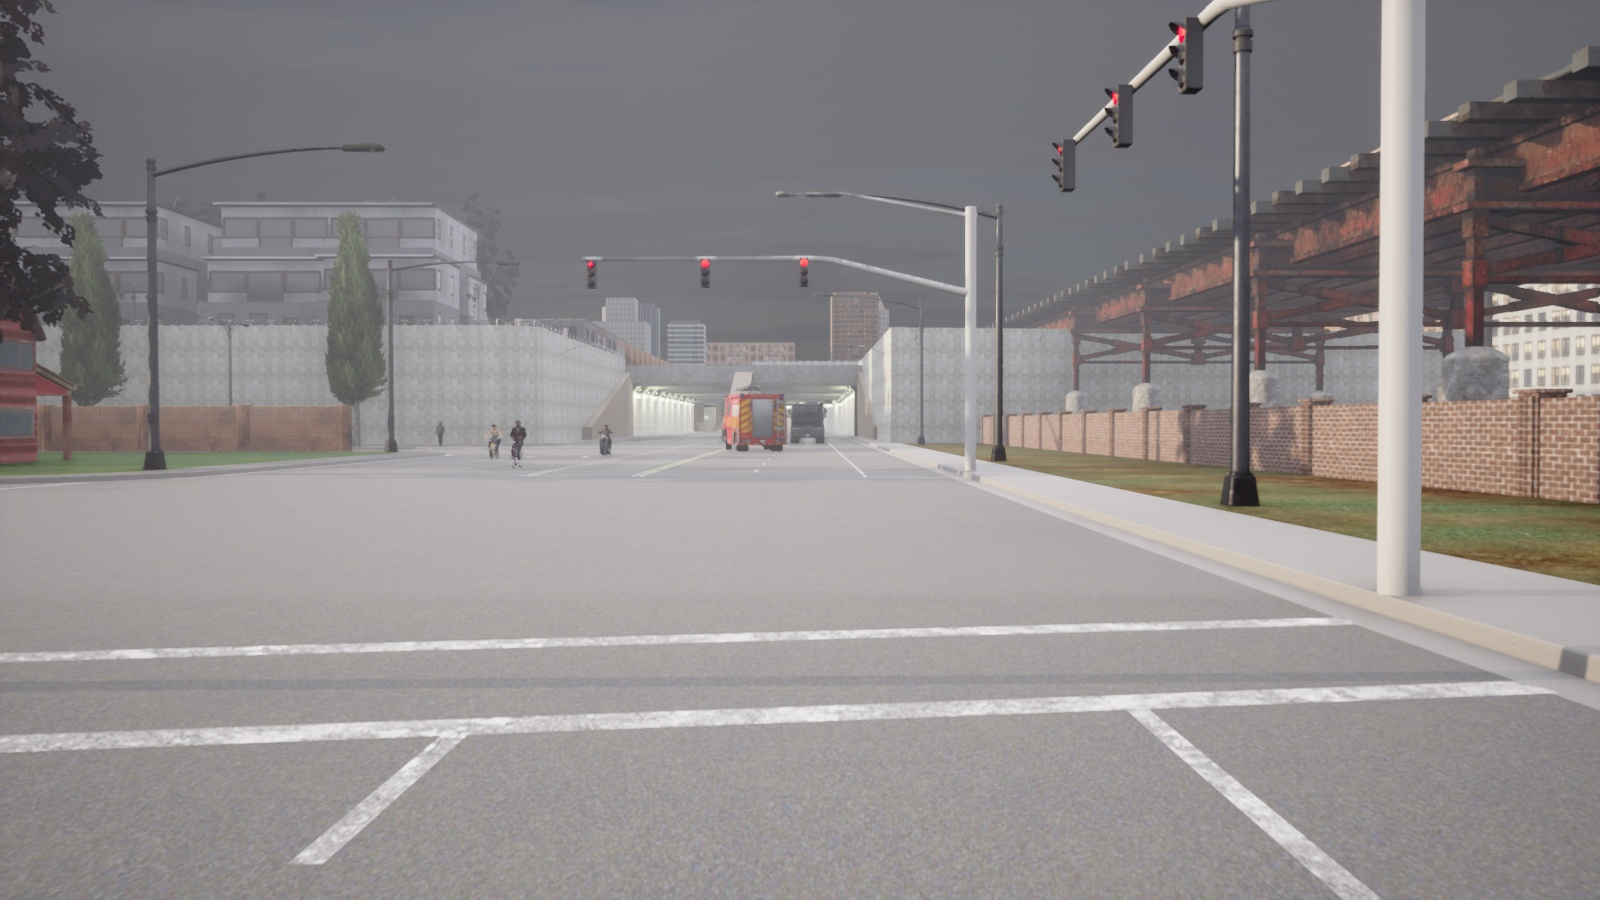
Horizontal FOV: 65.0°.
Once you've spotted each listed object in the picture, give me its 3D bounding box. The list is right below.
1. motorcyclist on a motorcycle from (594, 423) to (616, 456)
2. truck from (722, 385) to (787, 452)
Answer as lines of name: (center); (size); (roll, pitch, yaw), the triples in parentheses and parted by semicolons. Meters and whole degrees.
motorcyclist on a motorcycle: (-10.102, -0.551, 65.159); (0.766, 1.649, 2.350); (0, 1, 0)
truck: (-2.889, -1.901, 76.692); (2.891, 3.827, 8.468); (0, 1, -10)
